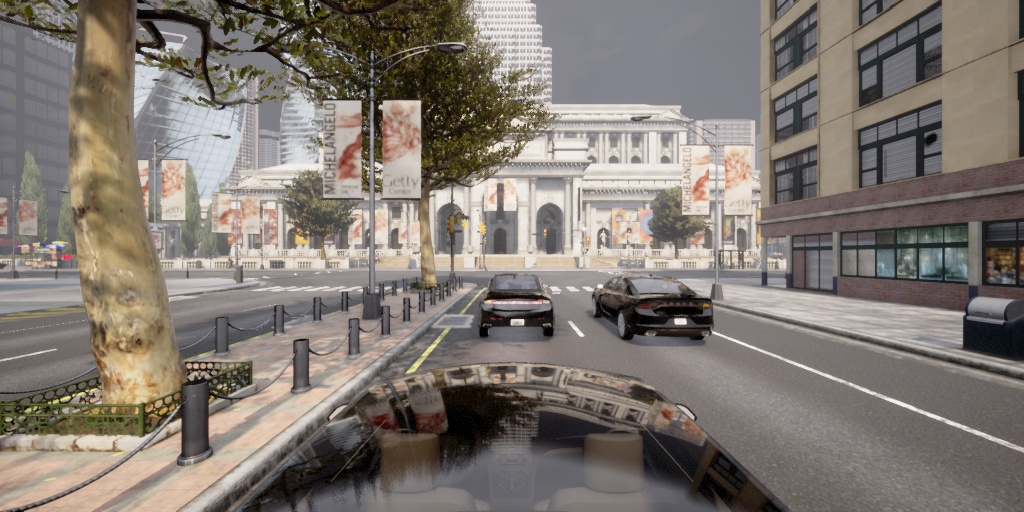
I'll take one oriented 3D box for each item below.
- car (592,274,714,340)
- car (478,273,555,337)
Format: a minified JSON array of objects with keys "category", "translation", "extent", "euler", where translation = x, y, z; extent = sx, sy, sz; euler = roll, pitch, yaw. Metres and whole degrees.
[{"category":"car","translation":[3.564,1.228,10.019],"extent":[1.882,1.535,5.008],"euler":[0,0,0]},{"category":"car","translation":[0.080,1.241,10.286],"extent":[2.128,1.511,4.902],"euler":[0,0,-1]}]
